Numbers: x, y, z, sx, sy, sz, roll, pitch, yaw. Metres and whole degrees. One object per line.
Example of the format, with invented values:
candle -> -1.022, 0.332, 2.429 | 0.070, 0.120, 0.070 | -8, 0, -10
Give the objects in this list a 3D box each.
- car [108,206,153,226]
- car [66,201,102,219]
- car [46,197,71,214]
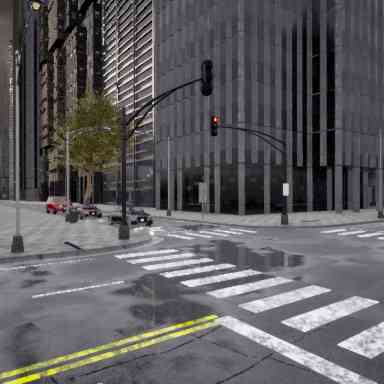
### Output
car -> -4.489, 1.728, 23.960 | 1.994, 1.385, 4.181 | 0, 0, -35
car -> -10.211, 1.816, 31.995 | 1.994, 1.385, 4.181 | 0, 0, -36
car -> -16.113, 1.573, 40.326 | 2.150, 2.045, 5.566 | 0, 0, -35
